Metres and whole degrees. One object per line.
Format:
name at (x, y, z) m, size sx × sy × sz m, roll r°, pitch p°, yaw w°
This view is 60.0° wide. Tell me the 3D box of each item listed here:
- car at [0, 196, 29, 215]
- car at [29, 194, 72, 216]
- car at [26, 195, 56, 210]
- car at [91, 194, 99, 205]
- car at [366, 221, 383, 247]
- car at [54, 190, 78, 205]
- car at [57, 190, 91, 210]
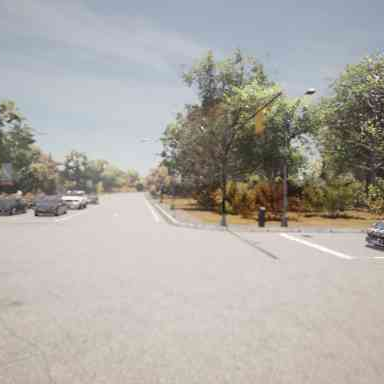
car at (-15.469, 1.142, 28.191) m, size 1.837 × 1.490 × 4.892 m, roll 1°, pitch 0°, yaw -9°
car at (-11.971, 1.223, 28.471) m, size 1.837 × 1.490 × 4.892 m, roll 1°, pitch 0°, yaw -9°
car at (-16.910, 1.107, 37.488) m, size 1.837 × 1.490 × 4.892 m, roll 1°, pitch 0°, yaw -9°
car at (-15.455, 1.128, 51.216) m, size 2.128 × 1.511 × 4.902 m, roll 1°, pitch 0°, yaw -8°
car at (9.981, 1.585, 14.293) m, size 4.553 × 1.767 × 2.097 m, roll 1°, pitch 0°, yaw -6°
car at (-18.773, 0.782, 49.845) m, size 2.150 × 2.045 × 5.566 m, roll 1°, pitch 0°, yaw -9°
car at (-13.469, 0.904, 38.194) m, size 2.150 × 2.045 × 5.566 m, roll 1°, pitch 0°, yaw -8°
